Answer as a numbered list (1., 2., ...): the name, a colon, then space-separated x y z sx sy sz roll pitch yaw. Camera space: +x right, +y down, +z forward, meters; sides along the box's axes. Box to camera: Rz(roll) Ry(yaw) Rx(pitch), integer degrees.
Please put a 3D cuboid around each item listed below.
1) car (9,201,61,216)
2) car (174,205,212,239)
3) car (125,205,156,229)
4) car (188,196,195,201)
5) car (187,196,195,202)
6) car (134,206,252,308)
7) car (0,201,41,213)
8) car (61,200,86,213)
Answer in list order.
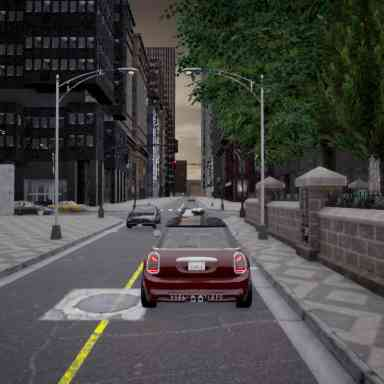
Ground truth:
1. car: -14.702 1.518 30.156 4.403 1.369 2.008 0 -1 0
2. car: 0.059 1.542 18.228 1.812 1.442 4.674 0 0 0
3. car: -3.046 1.569 22.059 2.033 1.411 5.357 0 0 0
4. car: -0.195 1.712 90.140 1.812 1.442 4.674 0 0 0
5. car: -0.172 1.732 79.721 2.033 1.411 5.357 0 0 0
6. car: 0.081 1.357 8.102 2.097 1.767 4.553 0 0 0
7. car: -20.195 1.708 38.697 4.403 1.369 2.008 0 -1 0
8. car: -14.853 1.676 38.680 4.829 1.417 1.752 0 -1 0
